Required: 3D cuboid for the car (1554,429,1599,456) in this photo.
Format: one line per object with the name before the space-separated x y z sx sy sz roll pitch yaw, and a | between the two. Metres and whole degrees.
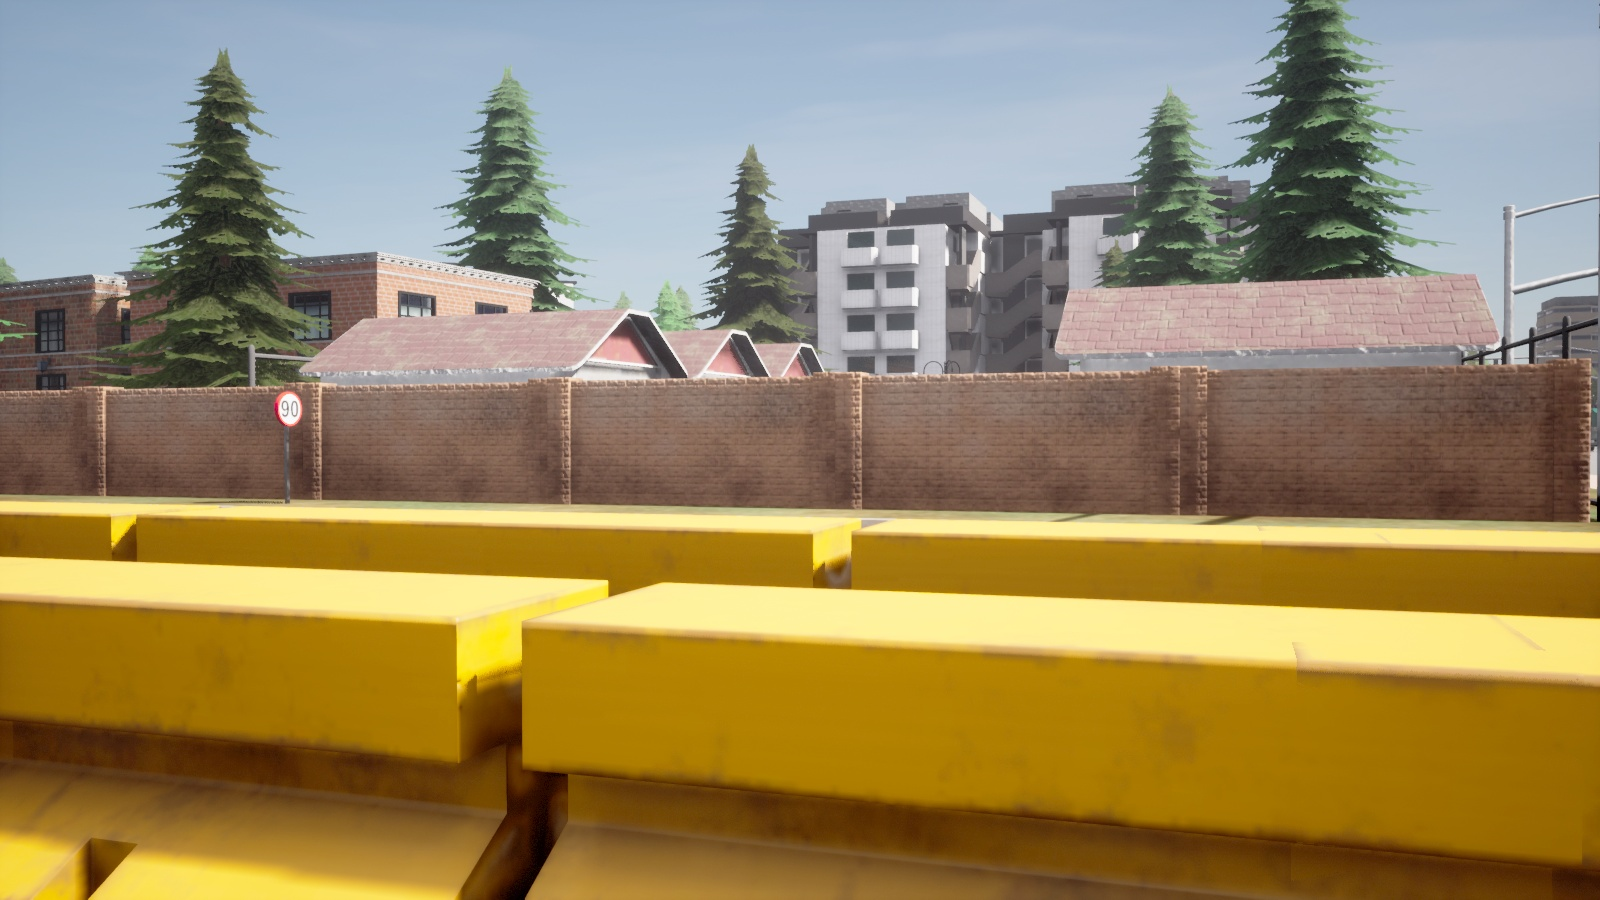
car | 50.152 -0.497 80.589 2.152 1.651 5.027 1 1 20
